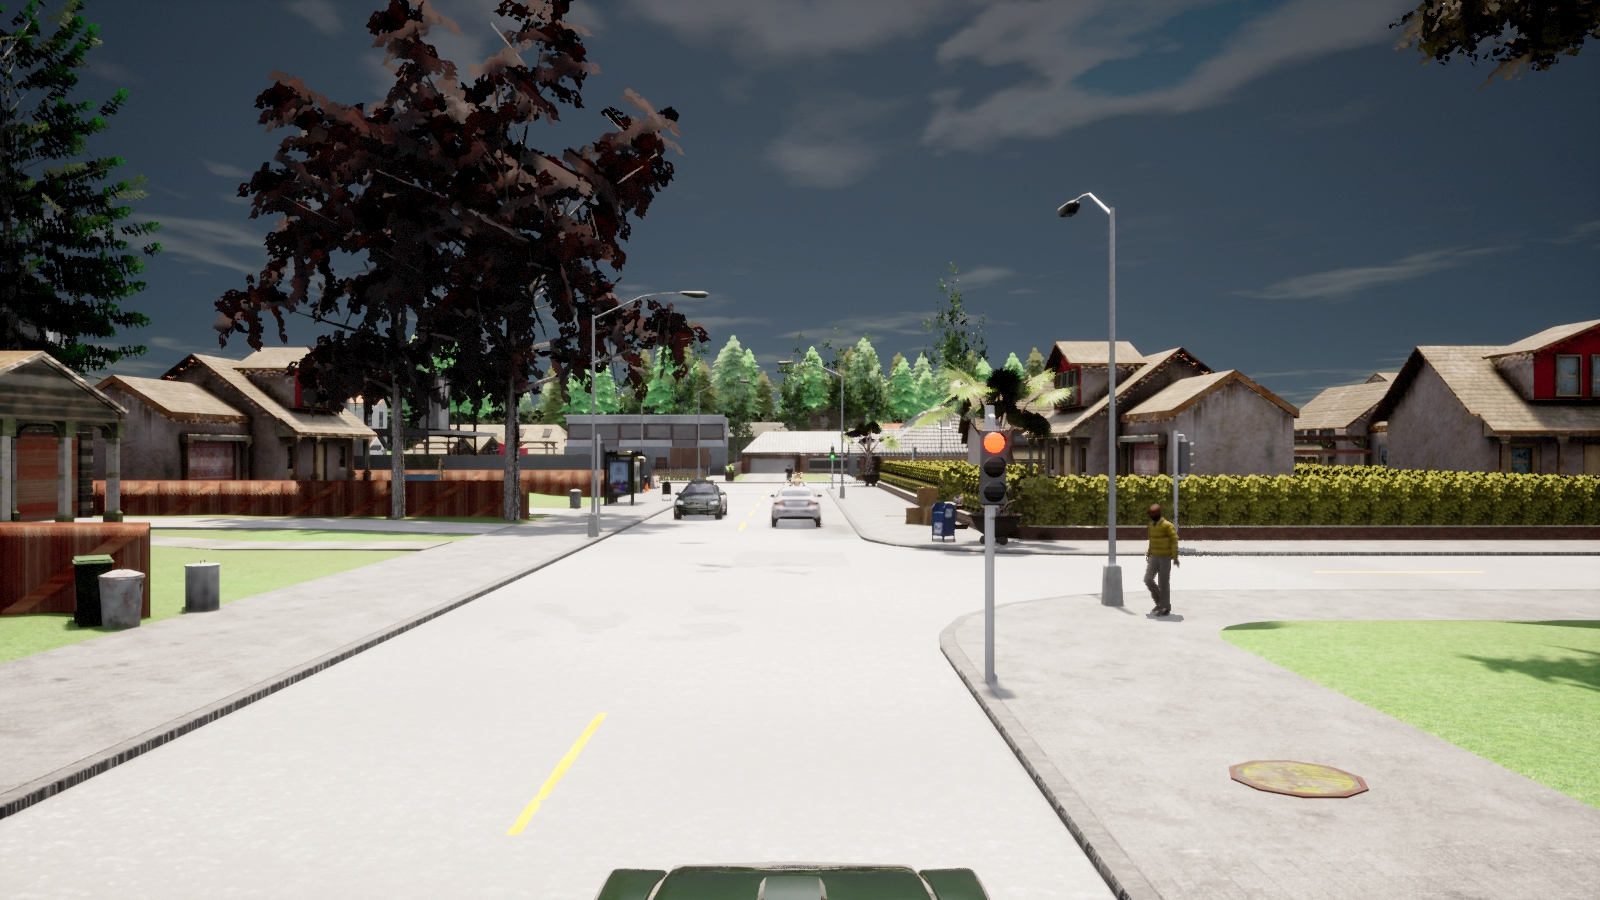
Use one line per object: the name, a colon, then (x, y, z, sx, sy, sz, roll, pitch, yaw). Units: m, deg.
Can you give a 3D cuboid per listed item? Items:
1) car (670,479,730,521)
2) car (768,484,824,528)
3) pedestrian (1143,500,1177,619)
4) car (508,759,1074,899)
car: (-4.107, 2.038, 47.608, 2.038, 1.542, 4.974, 0, 0, 0)
car: (-0.145, 2.082, 43.288, 2.002, 1.442, 4.674, 0, 0, 0)
pedestrian: (5.778, 1.743, 18.352, 0.375, 1.860, 0.375, 0, 0, -21)
car: (-0.028, 2.155, 3.193, 1.895, 1.301, 4.718, 0, 0, 0)
